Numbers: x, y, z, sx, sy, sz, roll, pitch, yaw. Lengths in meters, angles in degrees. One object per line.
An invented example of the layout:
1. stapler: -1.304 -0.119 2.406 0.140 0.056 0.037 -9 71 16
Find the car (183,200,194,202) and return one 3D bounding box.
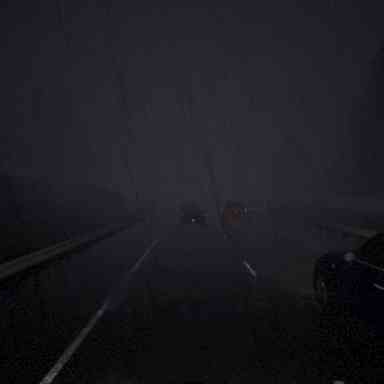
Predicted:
1. car: -0.480 1.789 41.223 1.837 1.490 4.892 0 -1 -3

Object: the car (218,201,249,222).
1. car: 3.460 1.549 28.528 2.097 1.767 4.553 0 0 -1

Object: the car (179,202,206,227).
1. car: 0.040 1.693 24.094 1.812 1.442 4.674 0 0 -1

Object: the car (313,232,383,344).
1. car: 3.604 1.388 5.183 2.097 1.767 4.553 0 0 0
